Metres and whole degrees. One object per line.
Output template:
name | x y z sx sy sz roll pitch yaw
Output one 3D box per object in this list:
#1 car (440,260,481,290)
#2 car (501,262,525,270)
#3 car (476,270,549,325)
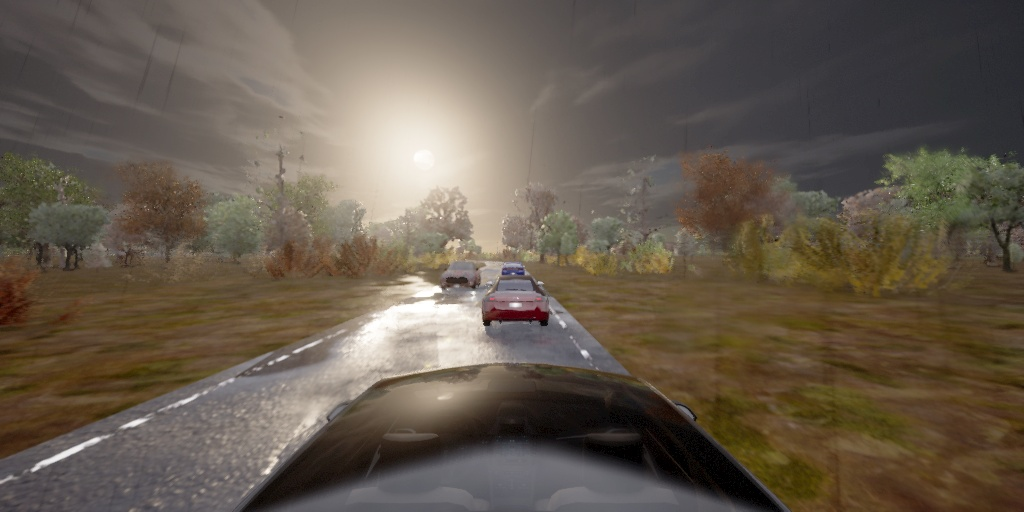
car | -3.105 1.104 22.465 2.097 1.767 4.553 0 0 0
car | 0.090 1.228 30.523 1.882 1.535 5.008 0 0 0
car | 0.096 1.315 11.854 1.994 1.385 4.181 0 0 0
